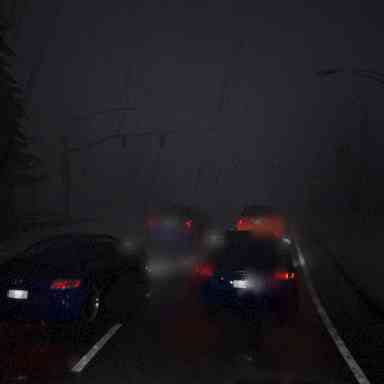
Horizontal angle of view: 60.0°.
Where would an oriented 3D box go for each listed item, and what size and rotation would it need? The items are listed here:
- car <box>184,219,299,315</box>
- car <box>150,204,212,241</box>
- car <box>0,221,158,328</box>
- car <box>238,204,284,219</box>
[{"bbox_3d":[1.325,1.564,7.708,1.994,1.385,4.181,0,0,13],"label":"car"},{"bbox_3d":[-0.393,1.352,15.563,2.097,1.767,4.553,0,0,14],"label":"car"},{"bbox_3d":[-2.351,1.564,7.165,1.994,1.385,4.181,0,0,10],"label":"car"},{"bbox_3d":[3.352,1.352,16.106,2.097,1.767,4.553,0,0,14],"label":"car"}]
